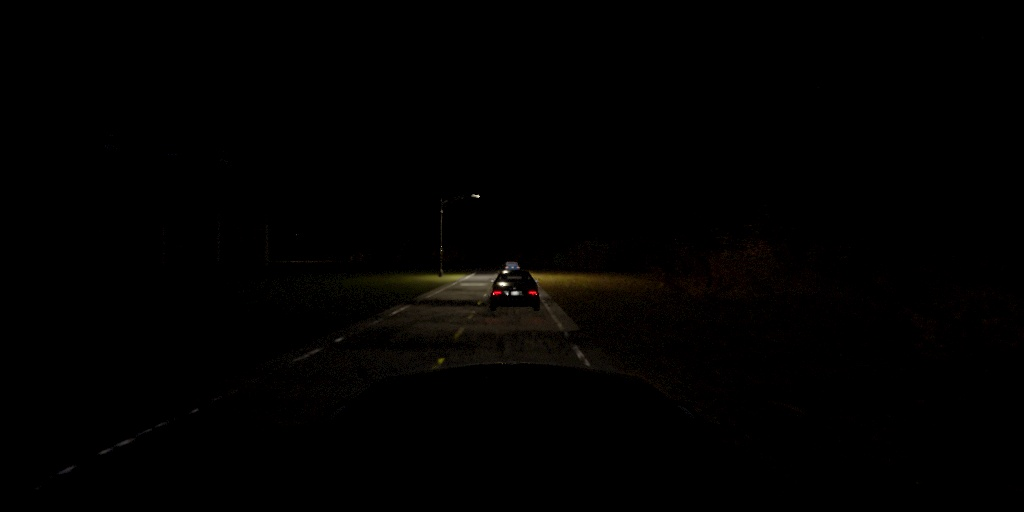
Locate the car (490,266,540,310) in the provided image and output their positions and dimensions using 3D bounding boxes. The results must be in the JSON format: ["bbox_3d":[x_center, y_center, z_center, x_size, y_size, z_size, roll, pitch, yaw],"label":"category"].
[{"bbox_3d":[0.101,1.299,14.564,2.033,1.411,5.357,0,0,0],"label":"car"}]

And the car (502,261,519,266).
[{"bbox_3d":[-0.081,1.283,40.842,2.033,1.411,5.357,0,0,-3],"label":"car"}]
